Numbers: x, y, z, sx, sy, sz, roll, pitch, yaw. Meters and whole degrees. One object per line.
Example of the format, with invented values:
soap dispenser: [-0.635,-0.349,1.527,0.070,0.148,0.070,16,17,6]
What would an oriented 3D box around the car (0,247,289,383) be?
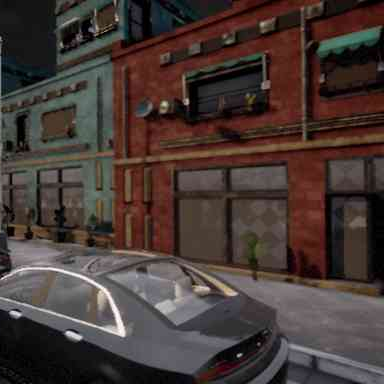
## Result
car: [-1.307,1.476,4.182,4.892,1.521,2.231,0,0,35]
